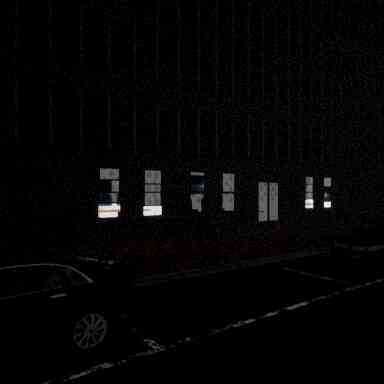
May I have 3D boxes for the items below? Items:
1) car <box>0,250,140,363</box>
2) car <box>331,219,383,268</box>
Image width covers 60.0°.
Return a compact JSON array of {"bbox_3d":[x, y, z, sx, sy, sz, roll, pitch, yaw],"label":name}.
[{"bbox_3d":[-2.876,1.551,4.509,4.403,1.369,2.008,0,0,-35],"label":"car"},{"bbox_3d":[6.408,1.582,11.097,4.206,1.307,1.802,0,0,-35],"label":"car"}]
